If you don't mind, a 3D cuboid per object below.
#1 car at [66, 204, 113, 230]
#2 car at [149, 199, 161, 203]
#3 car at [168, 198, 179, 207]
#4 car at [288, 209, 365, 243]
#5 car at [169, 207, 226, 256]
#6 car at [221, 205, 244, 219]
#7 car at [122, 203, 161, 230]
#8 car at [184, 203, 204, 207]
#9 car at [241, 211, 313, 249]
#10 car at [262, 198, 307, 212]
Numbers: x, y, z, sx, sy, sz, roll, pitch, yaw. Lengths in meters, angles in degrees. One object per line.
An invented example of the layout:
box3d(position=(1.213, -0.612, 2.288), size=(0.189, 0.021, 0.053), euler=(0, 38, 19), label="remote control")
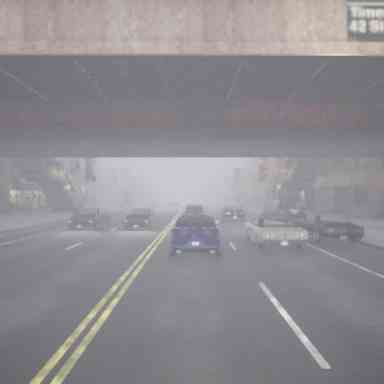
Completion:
box3d(position=(-6.985, 1.765, 23.310), size=(2.033, 1.411, 5.357), euler=(0, -1, 0), label="car")
box3d(position=(-6.928, 2.100, 63.169), size=(1.837, 1.490, 4.892), euler=(0, -1, 0), label="car")
box3d(position=(-3.425, 2.193, 63.157), size=(1.895, 1.301, 4.718), euler=(0, -1, 1), label="car")
box3d(position=(6.722, 1.754, 16.996), size=(1.895, 1.301, 4.718), euler=(0, -1, 0), label="car")
box3d(position=(0.146, 1.606, 13.696), size=(1.882, 1.535, 5.008), euler=(0, 0, 1), label="car")
box3d(position=(3.719, 1.888, 30.859), size=(1.895, 1.301, 4.718), euler=(0, -1, 0), label="car")
box3d(position=(-3.485, 1.765, 23.302), size=(2.033, 1.411, 5.357), euler=(0, -1, 0), label="car")
box3d(position=(0.217, 1.808, 32.536), size=(1.837, 1.490, 4.892), euler=(0, -1, 0), label="car")
box3d(position=(3.659, 1.744, 15.286), size=(1.895, 1.301, 4.718), euler=(0, -1, 1), label="car")
box3d(position=(6.676, 1.456, 24.396), size=(2.435, 2.045, 5.566), euler=(0, -1, 0), label="car")
